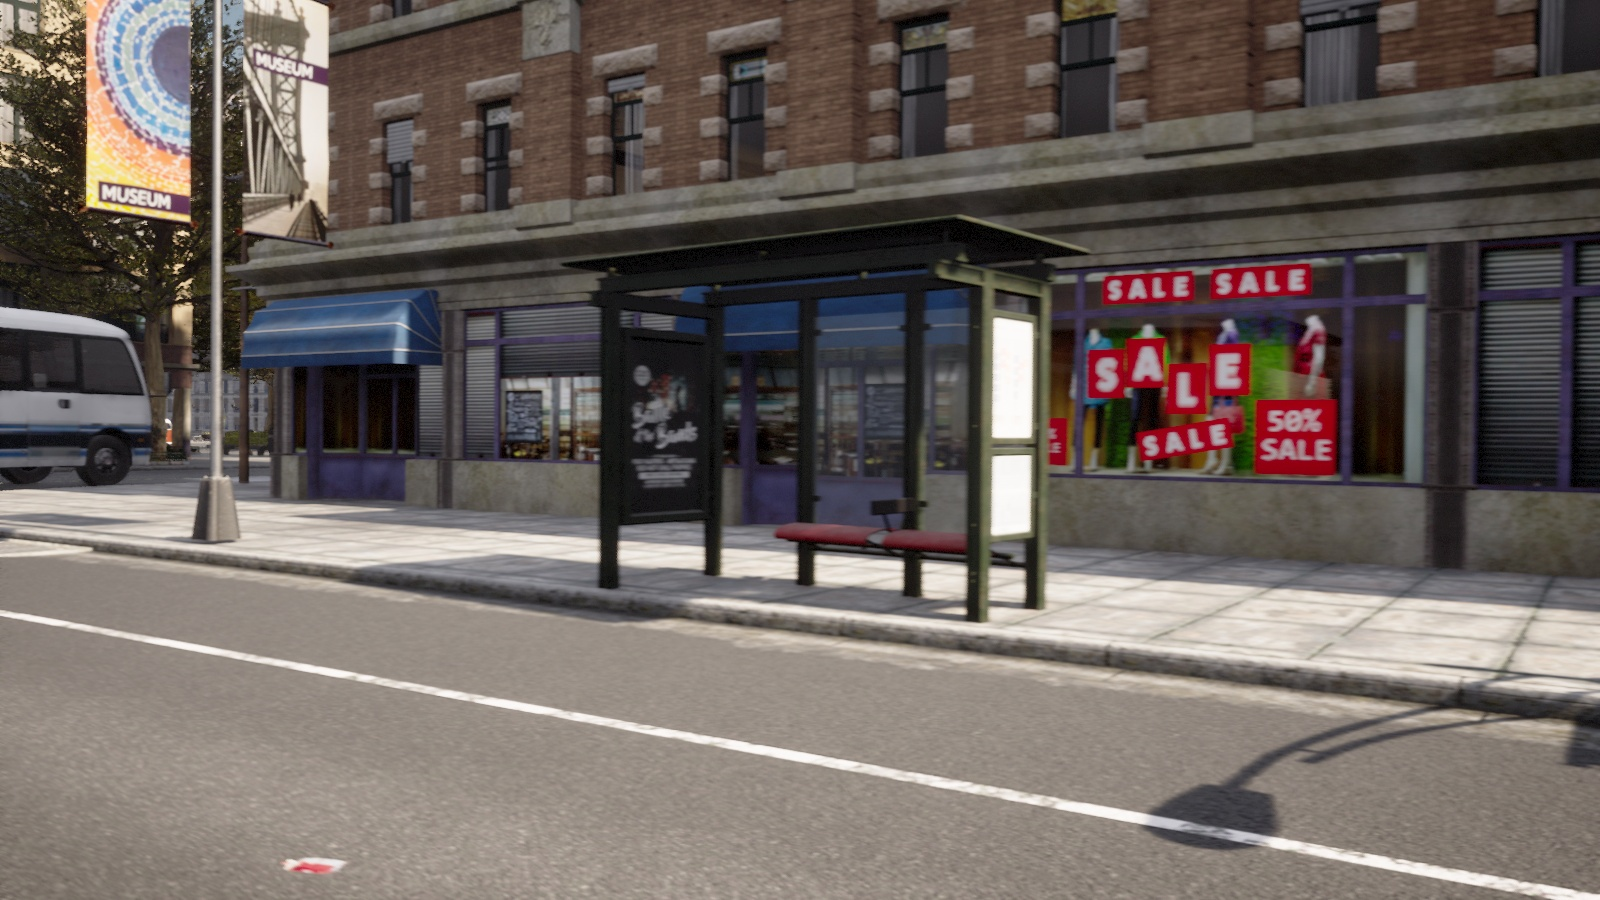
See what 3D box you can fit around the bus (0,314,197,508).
[{"bbox_3d":[-19.287,-0.858,28.387,3.944,4.253,10.273,0,1,21],"label":"bus"}]
